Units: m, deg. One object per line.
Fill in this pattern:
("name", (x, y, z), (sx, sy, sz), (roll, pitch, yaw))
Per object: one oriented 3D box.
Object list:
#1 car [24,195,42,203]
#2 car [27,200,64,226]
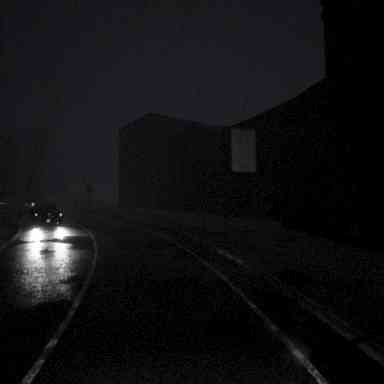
("car", (-29.001, 1.231, 61.003), (2.033, 1.411, 5.357), (0, 0, -10))
("car", (-10.073, 1.497, 22.915), (1.895, 1.301, 4.718), (2, 0, -28))
